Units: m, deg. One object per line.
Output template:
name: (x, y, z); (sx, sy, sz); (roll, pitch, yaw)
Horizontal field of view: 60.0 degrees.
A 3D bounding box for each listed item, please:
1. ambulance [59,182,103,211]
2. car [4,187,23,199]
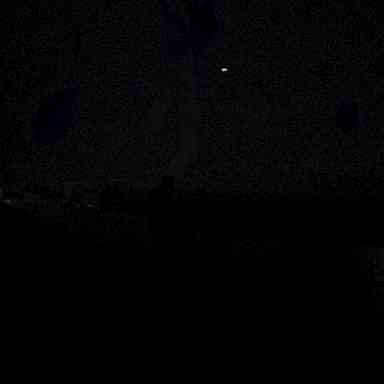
ambulance: (-10.389, 0.340, 30.686); (2.351, 2.431, 6.366); (-2, 3, -36)
car: (-24.558, 0.088, 45.708); (1.882, 1.535, 5.008); (-2, 3, -36)
